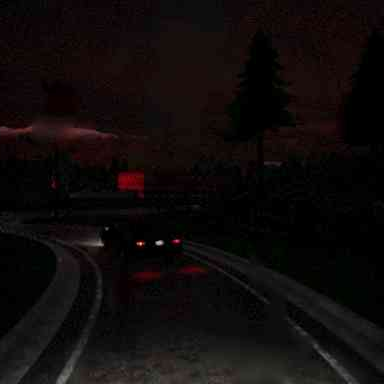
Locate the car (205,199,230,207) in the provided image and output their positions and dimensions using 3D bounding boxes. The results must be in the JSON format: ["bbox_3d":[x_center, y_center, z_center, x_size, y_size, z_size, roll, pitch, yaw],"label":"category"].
[{"bbox_3d":[4.876,2.130,67.976,5.008,1.535,1.882,0,-1,-39],"label":"car"}]

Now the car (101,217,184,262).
[{"bbox_3d":[-2.112,1.679,12.766,2.033,1.411,5.357,0,-1,-26],"label":"car"}]
